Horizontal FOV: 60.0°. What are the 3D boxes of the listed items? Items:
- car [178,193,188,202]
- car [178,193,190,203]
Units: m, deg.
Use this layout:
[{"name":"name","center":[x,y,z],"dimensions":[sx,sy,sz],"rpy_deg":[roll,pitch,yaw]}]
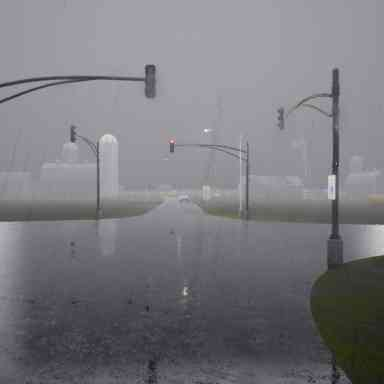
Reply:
[{"name":"car","center":[-2.113,1.189,79.966],"dimensions":[2.150,2.045,5.566],"rpy_deg":[0,0,-4]},{"name":"car","center":[-1.526,1.553,69.932],"dimensions":[1.812,1.442,4.674],"rpy_deg":[0,0,-3]}]
